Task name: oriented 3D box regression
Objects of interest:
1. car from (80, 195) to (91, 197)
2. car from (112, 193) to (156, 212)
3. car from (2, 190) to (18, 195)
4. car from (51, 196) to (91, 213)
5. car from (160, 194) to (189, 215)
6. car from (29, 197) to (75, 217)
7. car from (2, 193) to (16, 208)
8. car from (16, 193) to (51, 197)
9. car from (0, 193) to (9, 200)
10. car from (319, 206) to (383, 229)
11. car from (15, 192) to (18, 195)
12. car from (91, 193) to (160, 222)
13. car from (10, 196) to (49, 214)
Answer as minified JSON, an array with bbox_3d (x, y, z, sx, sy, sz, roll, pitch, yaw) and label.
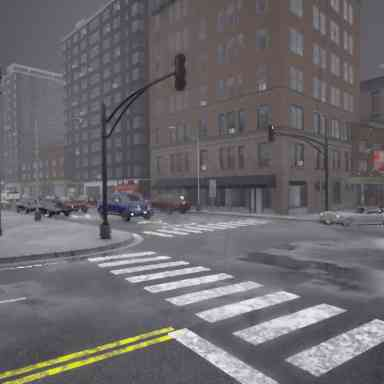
[{"bbox_3d":[-13.877,1.084,43.059,1.967,1.590,4.097,0,1,-44],"label":"car"},{"bbox_3d":[-6.220,1.045,35.139,2.192,1.841,5.009,0,1,-44],"label":"car"},{"bbox_3d":[-31.865,0.712,57.953,2.150,2.045,5.566,-1,1,-44],"label":"car"},{"bbox_3d":[-12.061,1.395,32.872,1.895,1.301,4.718,-1,1,-44],"label":"car"},{"bbox_3d":[-2.391,1.087,31.180,2.192,1.841,5.009,0,1,-44],"label":"car"},{"bbox_3d":[-12.344,1.418,29.211,1.947,1.339,4.313,0,1,-44],"label":"car"},{"bbox_3d":[-23.709,1.248,40.964,1.752,1.417,4.829,0,1,-44],"label":"car"},{"bbox_3d":[-19.330,1.216,40.410,1.837,1.490,4.892,-1,1,-44],"label":"car"},{"bbox_3d":[-40.676,0.886,70.775,1.947,1.339,4.313,0,1,-44],"label":"car"},{"bbox_3d":[10.312,1.518,20.537,4.718,1.301,1.895,1,0,-16],"label":"car"},{"bbox_3d":[-29.191,1.044,58.898,1.802,1.307,4.206,0,1,-44],"label":"car"},{"bbox_3d":[-5.297,1.090,25.873,2.150,2.045,5.566,-1,1,-44],"label":"car"},{"bbox_3d":[-16.172,1.375,33.170,1.947,1.339,4.313,0,1,-44],"label":"car"}]
